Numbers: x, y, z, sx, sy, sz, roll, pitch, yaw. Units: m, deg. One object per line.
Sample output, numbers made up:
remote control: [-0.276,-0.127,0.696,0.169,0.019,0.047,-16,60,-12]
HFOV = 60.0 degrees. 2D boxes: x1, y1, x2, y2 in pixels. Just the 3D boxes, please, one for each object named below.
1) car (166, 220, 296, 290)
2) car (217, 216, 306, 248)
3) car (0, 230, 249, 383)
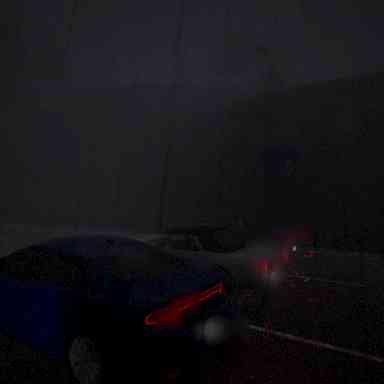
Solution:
car: [-0.114,1.513,8.325,4.718,1.301,1.895,0,1,33]
car: [1.327,1.471,11.560,4.718,1.301,1.895,0,1,33]
car: [-1.857,1.432,5.209,5.008,1.535,1.882,0,0,33]
